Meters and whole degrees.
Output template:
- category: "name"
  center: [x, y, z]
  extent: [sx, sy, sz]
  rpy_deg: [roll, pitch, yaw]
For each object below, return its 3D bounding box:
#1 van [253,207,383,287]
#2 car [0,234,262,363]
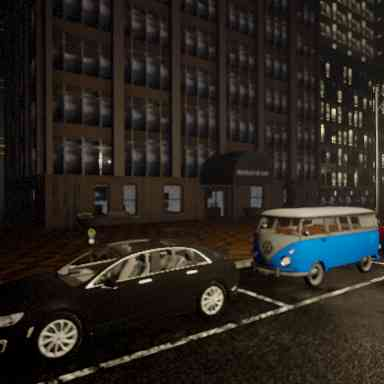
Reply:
- category: "van"
  center: [3.380, 1.317, 8.949]
  extent: [3.998, 1.788, 1.690]
  rpy_deg: [0, 0, -35]
- category: "car"
  center: [-1.125, 1.543, 5.755]
  extent: [4.403, 1.369, 2.008]
  rpy_deg: [0, 0, -35]
